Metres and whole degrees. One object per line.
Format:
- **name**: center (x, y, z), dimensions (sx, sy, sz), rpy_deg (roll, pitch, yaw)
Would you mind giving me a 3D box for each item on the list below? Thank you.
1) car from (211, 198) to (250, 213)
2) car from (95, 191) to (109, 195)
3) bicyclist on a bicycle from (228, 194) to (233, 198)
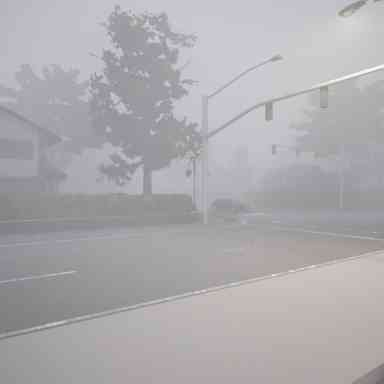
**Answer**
- **car**: center (4.100, 1.416, 35.764), dimensions (1.837, 1.490, 4.892), rpy_deg (0, 0, -36)
- **car**: center (-20.439, 0.855, 75.225), dimensions (2.150, 2.045, 5.566), rpy_deg (0, 0, -36)
- **bicyclist on a bicycle**: center (5.873, 1.176, 51.054), dimensions (1.656, 1.620, 0.582), rpy_deg (0, 0, -36)
